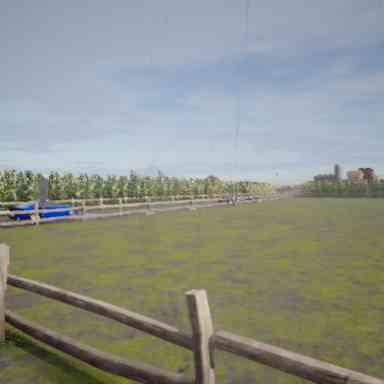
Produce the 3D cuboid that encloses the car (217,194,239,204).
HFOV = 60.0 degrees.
[{"bbox_3d":[5.540,1.030,50.921,1.837,1.490,4.892,0,1,30],"label":"car"}]

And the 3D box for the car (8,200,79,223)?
[{"bbox_3d":[-10.792,1.336,24.591,1.882,1.535,5.008,1,1,34],"label":"car"}]

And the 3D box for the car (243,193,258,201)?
[{"bbox_3d":[10.458,0.915,59.825,1.837,1.490,4.892,0,1,28],"label":"car"}]
